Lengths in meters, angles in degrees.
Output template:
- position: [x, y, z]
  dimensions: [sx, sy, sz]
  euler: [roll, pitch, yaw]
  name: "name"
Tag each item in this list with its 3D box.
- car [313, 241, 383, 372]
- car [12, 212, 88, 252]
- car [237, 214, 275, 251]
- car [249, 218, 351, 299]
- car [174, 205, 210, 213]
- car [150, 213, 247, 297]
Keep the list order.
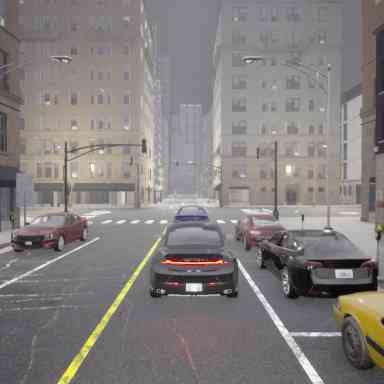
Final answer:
- position: [2.855, 1.525, 2.885]
  dimensions: [1.752, 1.417, 4.829]
  euler: [-1, 0, 0]
  name: "car"
- position: [-5.717, 1.543, 13.863]
  dimensions: [1.887, 1.381, 4.507]
  euler: [-1, 0, 0]
  name: "car"
- position: [2.828, 1.581, 13.887]
  dimensions: [1.802, 1.307, 4.206]
  euler: [-1, 0, 0]
  name: "car"
- position: [2.842, 1.565, 8.302]
  dimensions: [1.947, 1.339, 4.313]
  euler: [-1, 0, 0]
  name: "car"
- position: [-0.011, 1.476, 18.879]
  dimensions: [1.882, 1.535, 5.008]
  euler: [0, 0, 0]
  name: "car"
- position: [0.046, 1.504, 8.530]
  dimensions: [1.837, 1.490, 4.892]
  euler: [0, 0, 0]
  name: "car"
